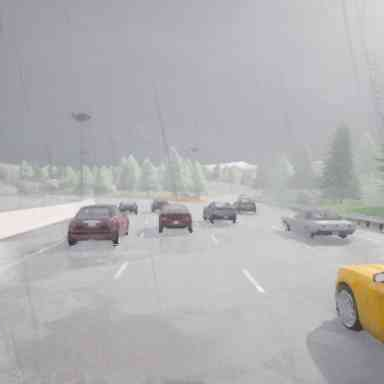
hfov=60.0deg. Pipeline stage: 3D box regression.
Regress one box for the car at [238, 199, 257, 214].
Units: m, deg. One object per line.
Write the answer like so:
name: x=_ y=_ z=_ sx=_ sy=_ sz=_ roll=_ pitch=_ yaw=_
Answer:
car: x=5.513 y=1.438 z=34.976 sx=2.128 sy=1.511 sz=4.902 roll=0 pitch=0 yaw=-1

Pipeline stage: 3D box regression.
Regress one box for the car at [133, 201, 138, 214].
car: x=-6.580 y=1.564 z=34.327 sx=1.895 sy=1.301 sz=4.718 roll=0 pitch=0 yaw=-10

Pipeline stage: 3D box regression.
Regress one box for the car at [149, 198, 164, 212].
car: x=-3.676 y=1.460 z=37.710 sx=1.837 sy=1.490 sz=4.892 roll=0 pitch=0 yaw=-11

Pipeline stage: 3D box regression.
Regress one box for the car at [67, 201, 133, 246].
car: x=-4.179 y=1.338 z=15.476 sx=2.097 sy=1.767 sz=4.553 roll=0 pitch=0 yaw=-5

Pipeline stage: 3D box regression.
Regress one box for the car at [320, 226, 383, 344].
car: x=3.461 y=1.468 z=3.816 sx=1.882 sy=1.535 sz=5.008 roll=0 pitch=0 yaw=-1

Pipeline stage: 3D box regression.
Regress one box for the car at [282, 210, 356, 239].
car: x=6.246 y=1.570 z=17.106 sx=1.895 sy=1.301 sz=4.718 roll=0 pitch=0 yaw=-5

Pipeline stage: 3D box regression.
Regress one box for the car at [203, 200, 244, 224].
car: x=1.949 y=1.457 z=24.445 sx=2.128 sy=1.511 sz=4.902 roll=0 pitch=0 yaw=-7

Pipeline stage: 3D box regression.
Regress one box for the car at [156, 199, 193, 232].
car: x=-1.086 y=1.452 z=20.055 sx=1.882 sy=1.535 sz=5.008 roll=0 pitch=0 yaw=-6
